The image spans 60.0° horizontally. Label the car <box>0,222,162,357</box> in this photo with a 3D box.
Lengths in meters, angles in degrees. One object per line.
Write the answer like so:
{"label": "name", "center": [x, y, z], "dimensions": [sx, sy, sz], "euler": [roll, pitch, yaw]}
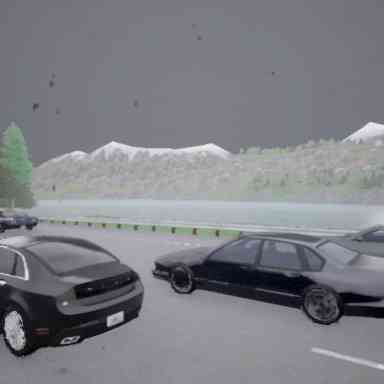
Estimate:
{"label": "car", "center": [-3.061, 1.561, 6.160], "dimensions": [4.892, 1.490, 1.837], "euler": [0, 0, 36]}

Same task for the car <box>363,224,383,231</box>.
{"label": "car", "center": [5.096, 1.573, 8.927], "dimensions": [4.181, 1.385, 1.994], "euler": [-1, 0, 35]}

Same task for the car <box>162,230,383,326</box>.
{"label": "car", "center": [1.615, 1.573, 7.117], "dimensions": [5.357, 1.411, 2.033], "euler": [-1, 0, 36]}

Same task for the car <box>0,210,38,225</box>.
{"label": "car", "center": [-11.806, 1.798, 20.995], "dimensions": [4.718, 1.301, 1.895], "euler": [-1, 0, 36]}
